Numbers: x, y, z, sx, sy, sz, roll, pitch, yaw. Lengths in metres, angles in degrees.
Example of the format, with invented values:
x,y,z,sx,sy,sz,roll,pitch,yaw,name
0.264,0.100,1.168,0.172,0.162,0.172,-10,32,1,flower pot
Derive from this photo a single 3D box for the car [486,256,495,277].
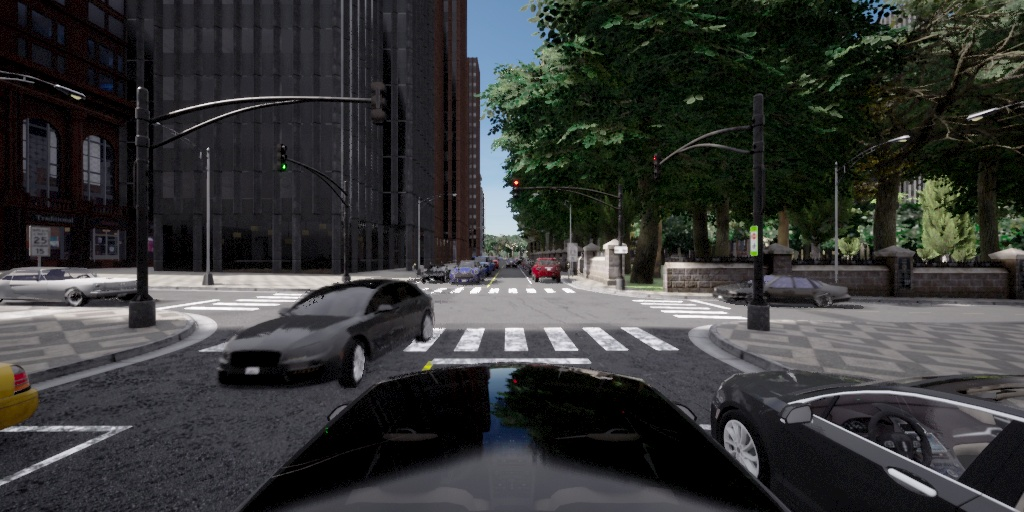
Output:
x,y,z,sx,sy,sz,roll,pitch,yaw,name
-3.217,0.990,36.567,2.150,2.045,5.566,0,0,0,car

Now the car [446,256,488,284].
x,y,z,sx,sy,sz,roll,pitch,yaw,name
-3.251,1.111,26.807,2.097,1.767,4.553,0,0,1,car

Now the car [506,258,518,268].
x,y,z,sx,sy,sz,roll,pitch,yaw,name
-0.108,1.397,61.477,1.895,1.301,4.718,0,0,0,car

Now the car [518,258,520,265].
x,y,z,sx,sy,sz,roll,pitch,yaw,name
2.555,1.235,61.148,1.967,1.591,4.097,0,0,0,car

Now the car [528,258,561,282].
x,y,z,sx,sy,sz,roll,pitch,yaw,name
2.670,1.075,28.410,2.192,1.841,5.009,0,0,0,car

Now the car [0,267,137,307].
x,y,z,sx,sy,sz,roll,pitch,yaw,name
-16.480,1.069,13.109,4.718,1.301,1.895,1,0,-1,car

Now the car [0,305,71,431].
x,y,z,sx,sy,sz,roll,pitch,yaw,name
-5.760,1.275,1.536,1.751,1.417,4.829,0,0,0,car

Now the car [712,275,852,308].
x,y,z,sx,sy,sz,roll,pitch,yaw,name
12.384,1.577,16.637,5.357,1.411,2.033,1,0,2,car

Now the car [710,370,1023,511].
x,y,z,sx,sy,sz,roll,pitch,yaw,name
2.764,1.300,1.745,2.007,1.370,4.403,0,0,0,car

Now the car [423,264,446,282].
x,y,z,sx,sy,sz,roll,pitch,yaw,name
-5.855,1.326,28.370,1.948,1.339,4.313,0,0,0,car

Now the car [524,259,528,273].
x,y,z,sx,sy,sz,roll,pitch,yaw,name
2.632,1.337,39.322,1.948,1.339,4.313,0,0,0,car

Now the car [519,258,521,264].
x,y,z,sx,sy,sz,roll,pitch,yaw,name
2.574,1.229,55.692,1.967,1.591,4.097,0,0,0,car

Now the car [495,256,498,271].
x,y,z,sx,sy,sz,roll,pitch,yaw,name
-3.248,1.132,46.749,2.097,1.767,4.553,0,0,0,car

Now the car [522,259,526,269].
x,y,z,sx,sy,sz,roll,pitch,yaw,name
2.613,1.328,44.778,2.007,1.370,4.403,0,0,0,car

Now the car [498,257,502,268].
x,y,z,sx,sy,sz,roll,pitch,yaw,name
-3.248,1.013,57.256,2.150,2.045,5.566,0,0,0,car

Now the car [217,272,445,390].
x,y,z,sx,sy,sz,roll,pitch,yaw,name
-3.072,1.262,7.091,1.837,1.490,4.892,-3,-1,8,car

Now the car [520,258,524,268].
x,y,z,sx,sy,sz,roll,pitch,yaw,name
2.593,1.334,50.235,2.007,1.370,4.403,0,0,0,car
